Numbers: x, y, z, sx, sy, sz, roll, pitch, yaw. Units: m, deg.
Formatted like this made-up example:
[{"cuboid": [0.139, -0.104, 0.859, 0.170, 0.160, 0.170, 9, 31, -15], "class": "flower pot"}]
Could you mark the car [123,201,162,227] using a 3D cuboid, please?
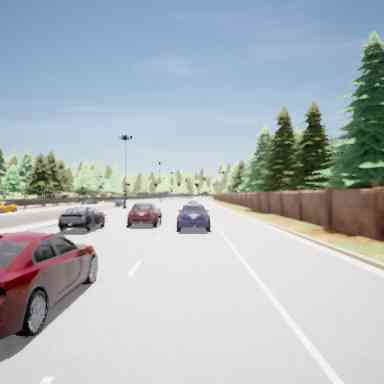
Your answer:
[{"cuboid": [-3.404, 1.565, 24.506, 2.097, 1.767, 4.553, 0, 0, 0], "class": "car"}]

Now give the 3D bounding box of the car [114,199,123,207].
[{"cuboid": [-14.105, 2.098, 63.560, 2.033, 1.411, 5.357, 0, -1, -2], "class": "car"}]

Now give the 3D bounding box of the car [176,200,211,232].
[{"cuboid": [0.096, 1.542, 21.916, 2.097, 1.767, 4.553, 0, 0, 0], "class": "car"}]

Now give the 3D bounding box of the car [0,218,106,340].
[{"cuboid": [-3.401, 1.537, 6.745, 1.882, 1.535, 5.008, 0, 0, 0], "class": "car"}]

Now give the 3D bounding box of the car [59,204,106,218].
[{"cuboid": [-6.904, 1.677, 21.309, 2.128, 1.511, 4.902, 0, 0, 0], "class": "car"}]

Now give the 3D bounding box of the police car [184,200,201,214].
[{"cuboid": [0.088, 1.870, 42.165, 2.038, 1.542, 4.974, 0, -1, 0], "class": "police car"}]

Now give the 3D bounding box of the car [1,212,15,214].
[{"cuboid": [-21.091, 1.795, 36.583, 1.882, 1.535, 5.008, 0, -1, 0], "class": "car"}]

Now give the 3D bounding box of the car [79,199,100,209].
[{"cuboid": [-17.623, 1.990, 57.354, 2.128, 1.511, 4.902, 0, 0, 0], "class": "car"}]
